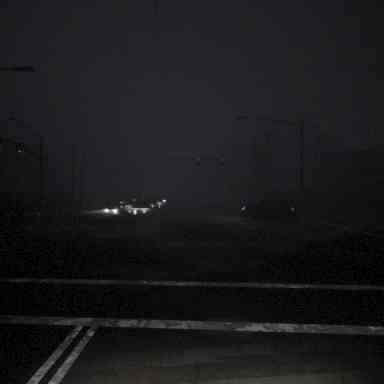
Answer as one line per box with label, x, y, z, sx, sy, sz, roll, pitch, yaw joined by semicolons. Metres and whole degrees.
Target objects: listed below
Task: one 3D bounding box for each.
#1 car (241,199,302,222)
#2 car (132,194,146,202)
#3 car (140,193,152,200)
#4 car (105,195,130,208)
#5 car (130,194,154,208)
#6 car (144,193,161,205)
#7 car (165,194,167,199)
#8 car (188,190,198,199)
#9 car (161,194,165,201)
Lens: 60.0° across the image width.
car;6.093;1.327;25.978;4.553;1.767;2.097;0;0;36
car;-10.320;1.179;64.556;1.994;1.385;4.181;0;1;0
car;-10.289;0.948;75.174;2.033;1.411;5.357;0;1;0
car;-10.400;1.369;45.410;2.128;1.511;4.902;0;1;1
car;-6.898;1.431;46.022;1.994;1.385;4.181;0;1;1
car;-6.849;1.305;55.253;2.033;1.411;5.357;0;1;0
car;-6.789;1.003;75.178;1.895;1.301;4.718;0;1;0
car;0.215;0.604;76.582;2.150;2.045;5.566;0;1;0
car;-6.819;1.210;64.830;1.895;1.301;4.718;0;1;0
